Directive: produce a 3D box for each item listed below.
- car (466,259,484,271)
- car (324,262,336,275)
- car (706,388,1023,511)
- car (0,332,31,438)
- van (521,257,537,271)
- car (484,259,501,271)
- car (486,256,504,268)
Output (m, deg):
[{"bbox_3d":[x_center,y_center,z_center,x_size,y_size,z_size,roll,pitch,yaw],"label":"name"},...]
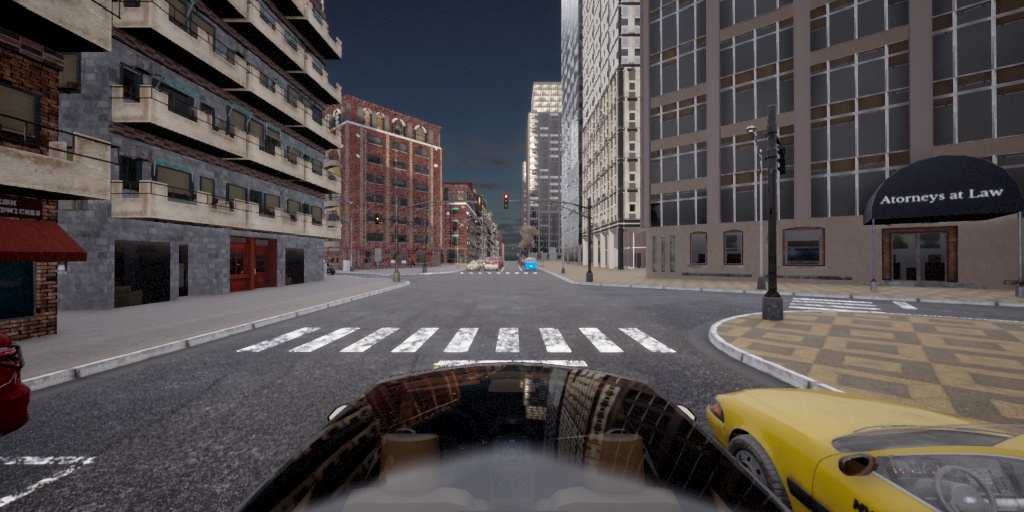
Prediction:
[{"bbox_3d":[-5.337,1.320,49.908,1.751,1.417,4.829,0,0,0],"label":"car"},{"bbox_3d":[-22.369,1.455,41.775,4.892,1.490,1.837,-1,-1,41],"label":"car"},{"bbox_3d":[2.566,1.275,1.258,1.751,1.417,4.829,0,0,0],"label":"car"},{"bbox_3d":[-5.314,1.065,1.078,2.192,1.841,5.009,0,0,0],"label":"car"},{"bbox_3d":[2.543,1.135,50.081,1.690,1.789,3.998,0,0,0],"label":"van"},{"bbox_3d":[-2.871,1.396,50.192,1.895,1.301,4.718,0,0,-2],"label":"car"},{"bbox_3d":[-2.858,1.037,59.699,2.150,2.045,5.566,0,0,0],"label":"car"}]
